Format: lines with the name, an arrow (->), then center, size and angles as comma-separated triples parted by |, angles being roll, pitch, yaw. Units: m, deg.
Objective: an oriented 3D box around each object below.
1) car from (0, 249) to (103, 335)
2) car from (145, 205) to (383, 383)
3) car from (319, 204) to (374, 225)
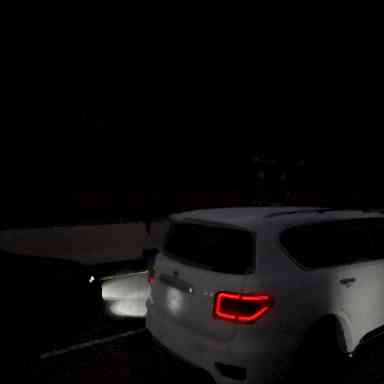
car -> -3.647, 1.564, 5.444 | 4.181, 1.385, 1.994 | 0, 0, -35
car -> 1.994, 1.234, 5.167 | 5.566, 2.045, 2.150 | 0, 0, -35
car -> 11.788, 1.630, 25.292 | 4.181, 1.385, 1.994 | 0, 0, -36
